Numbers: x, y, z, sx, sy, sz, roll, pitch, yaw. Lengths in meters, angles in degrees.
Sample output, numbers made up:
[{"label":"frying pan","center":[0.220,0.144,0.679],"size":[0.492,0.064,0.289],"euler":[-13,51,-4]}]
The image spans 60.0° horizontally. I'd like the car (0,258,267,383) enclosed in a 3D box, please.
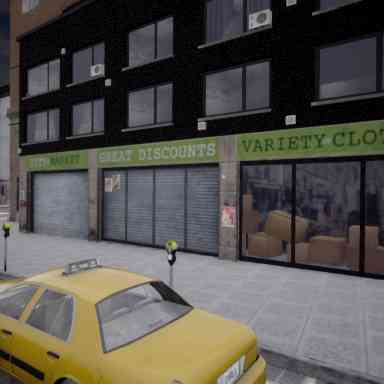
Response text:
[{"label":"car","center":[-1.540,1.524,4.190],"size":[4.829,1.417,1.752],"euler":[0,1,36]}]
